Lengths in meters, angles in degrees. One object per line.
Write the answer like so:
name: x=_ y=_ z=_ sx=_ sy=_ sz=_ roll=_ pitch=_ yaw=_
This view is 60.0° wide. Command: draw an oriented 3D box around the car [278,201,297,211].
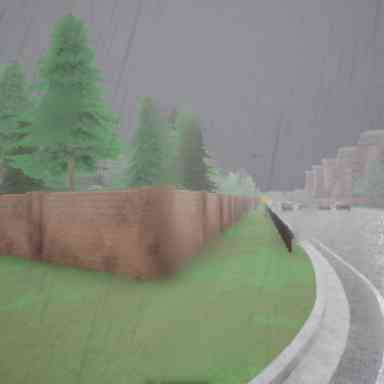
car: x=18.738 y=2.948 z=65.395 sx=2.128 sy=1.511 sz=4.902 roll=-1 pitch=-1 yaw=12

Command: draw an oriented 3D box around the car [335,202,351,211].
car: x=29.216 y=2.788 z=64.206 sx=1.837 sy=1.490 sz=4.892 roll=-1 pitch=-1 yaw=12

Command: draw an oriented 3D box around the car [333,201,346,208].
car: x=36.777 y=3.158 z=83.240 sx=1.882 sy=1.535 sz=5.008 roll=-1 pitch=-1 yaw=12

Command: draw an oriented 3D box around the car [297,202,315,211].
car: x=22.475 y=2.772 z=66.175 sx=2.097 sy=1.767 sz=4.553 roll=-1 pitch=-1 yaw=12

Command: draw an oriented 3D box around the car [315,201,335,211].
car: x=25.818 y=2.889 z=65.051 sx=2.033 sy=1.411 sz=5.357 roll=-1 pitch=-1 yaw=12
